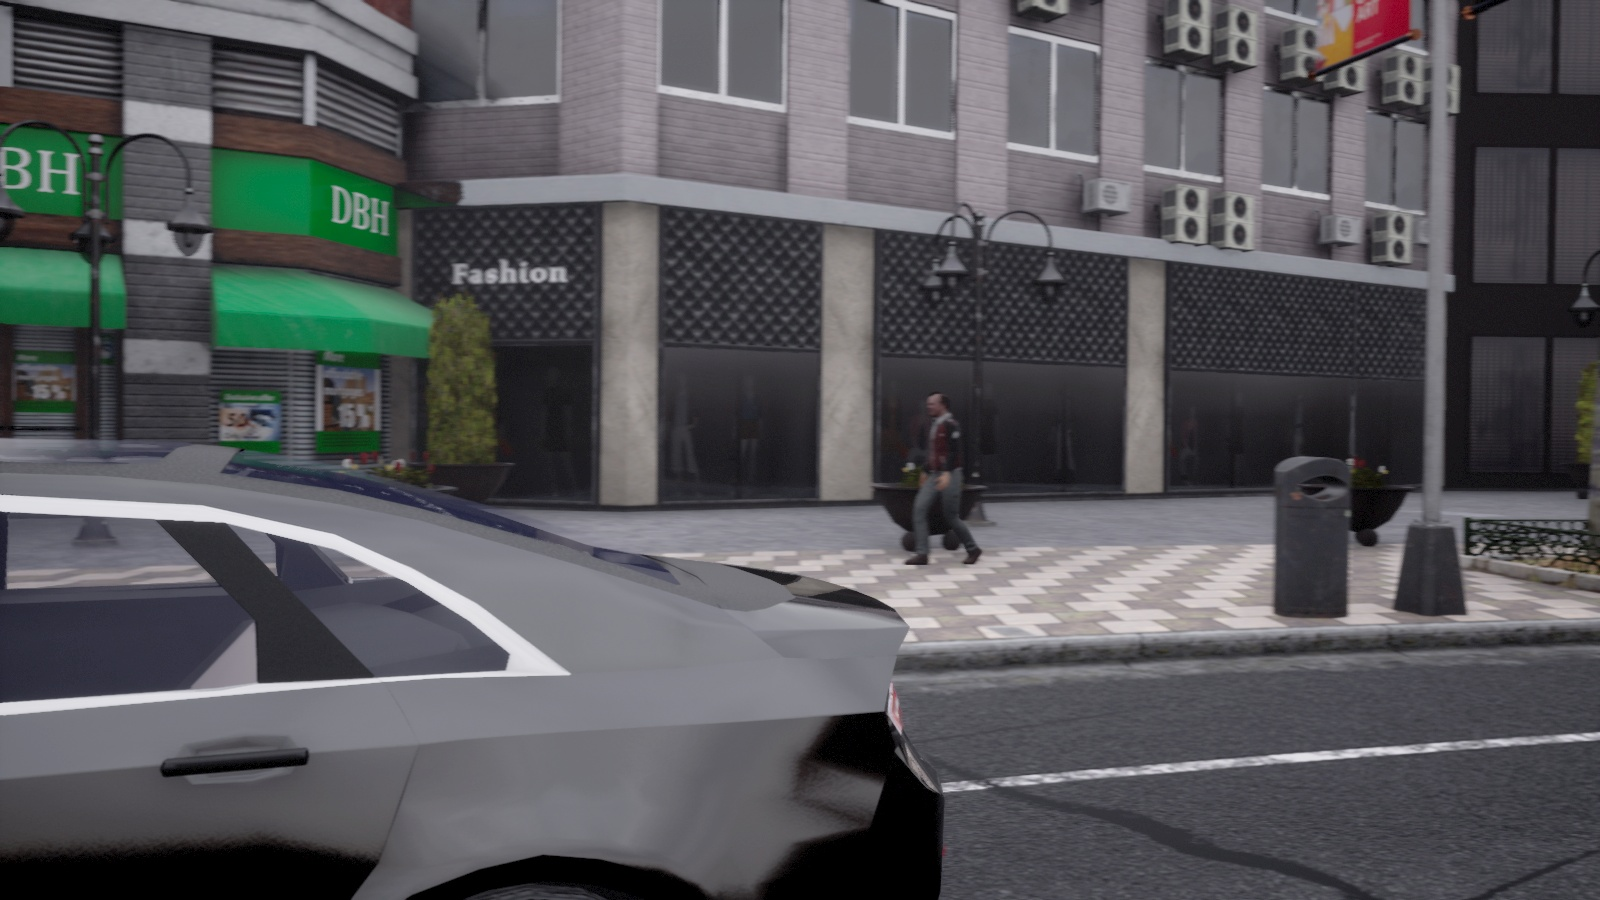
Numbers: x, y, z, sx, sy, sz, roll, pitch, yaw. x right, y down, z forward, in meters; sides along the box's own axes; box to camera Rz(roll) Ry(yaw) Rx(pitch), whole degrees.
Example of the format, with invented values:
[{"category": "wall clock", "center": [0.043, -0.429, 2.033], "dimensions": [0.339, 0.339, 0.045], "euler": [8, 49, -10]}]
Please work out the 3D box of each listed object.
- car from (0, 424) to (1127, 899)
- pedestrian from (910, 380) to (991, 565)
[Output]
[{"category": "car", "center": [-2.059, 0.733, 2.442], "dimensions": [4.902, 1.511, 2.128], "euler": [-1, 1, -21]}, {"category": "pedestrian", "center": [1.542, 0.217, 12.857], "dimensions": [0.720, 1.854, 0.376], "euler": [-1, 1, -23]}]
